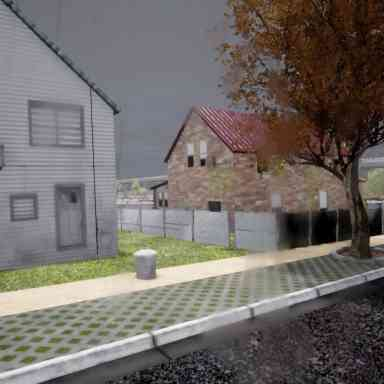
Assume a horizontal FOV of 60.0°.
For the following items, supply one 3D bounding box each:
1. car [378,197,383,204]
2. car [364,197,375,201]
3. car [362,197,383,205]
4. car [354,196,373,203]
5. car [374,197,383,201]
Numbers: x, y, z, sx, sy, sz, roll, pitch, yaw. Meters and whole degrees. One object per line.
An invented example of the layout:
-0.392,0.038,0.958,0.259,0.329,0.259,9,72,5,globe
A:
38.483,1.631,64.910,1.812,1.442,4.674,-2,0,0,car
31.959,1.831,61.740,1.812,1.442,4.674,-2,0,0,car
35.234,1.747,64.806,1.812,1.442,4.674,-2,0,0,car
38.572,1.681,74.953,1.895,1.301,4.718,-2,0,0,car
28.481,1.664,47.076,2.097,1.767,4.553,-2,0,1,car
